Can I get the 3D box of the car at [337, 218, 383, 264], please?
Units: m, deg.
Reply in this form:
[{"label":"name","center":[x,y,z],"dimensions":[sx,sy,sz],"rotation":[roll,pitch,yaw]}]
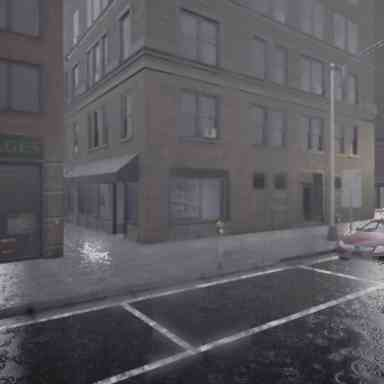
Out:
[{"label":"car","center":[6.441,1.529,10.784],"dimensions":[4.206,1.307,1.802],"rotation":[0,0,-36]}]
